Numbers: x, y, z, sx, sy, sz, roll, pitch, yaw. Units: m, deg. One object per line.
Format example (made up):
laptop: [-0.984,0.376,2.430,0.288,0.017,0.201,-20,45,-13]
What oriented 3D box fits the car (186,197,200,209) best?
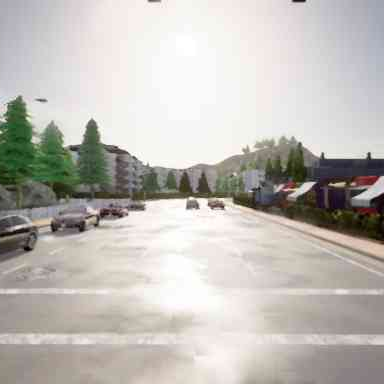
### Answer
car: [0.097,1.685,46.771,1.994,1.385,4.181,0,0,0]

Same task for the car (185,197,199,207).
car: [-0.007,1.632,55.668,2.128,1.511,4.902,0,0,0]

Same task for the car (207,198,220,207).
car: [3.493,1.743,55.020,1.895,1.301,4.718,0,0,0]

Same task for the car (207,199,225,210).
car: [3.495,1.723,46.111,1.895,1.301,4.718,0,0,0]

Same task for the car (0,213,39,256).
car: [-7.119,1.540,11.537,1.837,1.490,4.892,0,0,1]

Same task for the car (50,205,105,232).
car: [-7.100,1.582,20.728,1.812,1.442,4.674,0,0,0]

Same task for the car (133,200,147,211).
car: [-7.047,1.670,42.734,1.994,1.385,4.181,0,0,1]

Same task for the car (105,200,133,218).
car: [-7.084,1.680,31.026,1.895,1.301,4.718,0,0,0]
